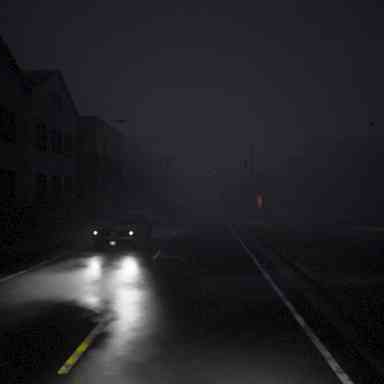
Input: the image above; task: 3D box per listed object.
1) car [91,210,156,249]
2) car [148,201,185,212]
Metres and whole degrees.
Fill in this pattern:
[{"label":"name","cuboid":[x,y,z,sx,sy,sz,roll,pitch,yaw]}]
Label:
[{"label":"car","cuboid":[-3.026,1.717,15.284,1.895,1.301,4.718,0,0,2]},{"label":"car","cuboid":[-3.466,1.978,44.733,5.357,1.411,2.033,-1,-1,40]}]
